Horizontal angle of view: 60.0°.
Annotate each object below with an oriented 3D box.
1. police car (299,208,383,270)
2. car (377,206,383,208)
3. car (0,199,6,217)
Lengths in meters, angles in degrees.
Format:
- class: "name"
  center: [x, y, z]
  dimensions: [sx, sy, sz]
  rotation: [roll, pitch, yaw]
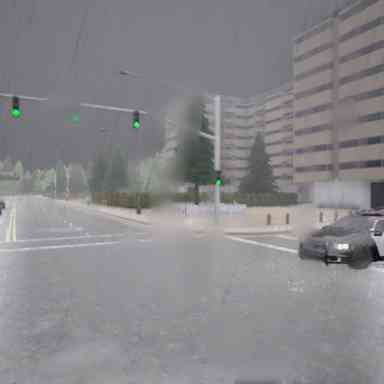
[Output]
- class: "police car"
  center: [5.698, 1.506, 11.037]
  dimensions: [4.974, 1.542, 2.038]
  rotation: [0, 0, -30]
- class: "car"
  center: [10.799, 1.502, 17.959]
  dimensions: [4.892, 1.490, 1.837]
  rotation: [0, 0, -28]
- class: "car"
  center: [-18.659, 1.567, 30.860]
  dimensions: [1.895, 1.301, 4.718]
  rotation: [0, 0, -27]
